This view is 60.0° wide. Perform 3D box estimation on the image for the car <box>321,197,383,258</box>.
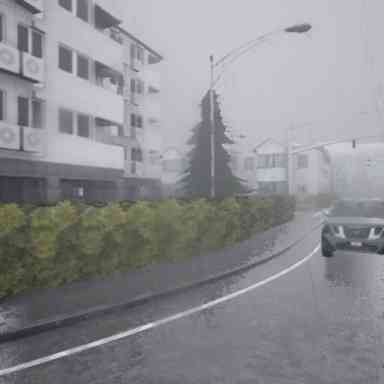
[{"bbox_3d":[6.382,1.236,12.600,2.150,2.045,5.566,-1,0,30],"label":"car"}]
